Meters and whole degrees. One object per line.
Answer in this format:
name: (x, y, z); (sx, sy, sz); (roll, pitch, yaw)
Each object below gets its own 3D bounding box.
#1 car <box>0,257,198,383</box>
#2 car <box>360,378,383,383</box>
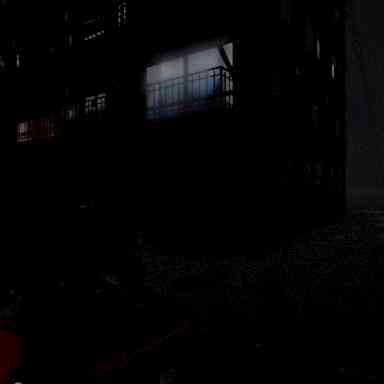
car: (-2.036, 1.545, 4.330); (4.507, 1.381, 1.887); (0, 0, 36)
car: (2.551, 1.566, 1.055); (4.313, 1.339, 1.947); (0, 0, 36)
